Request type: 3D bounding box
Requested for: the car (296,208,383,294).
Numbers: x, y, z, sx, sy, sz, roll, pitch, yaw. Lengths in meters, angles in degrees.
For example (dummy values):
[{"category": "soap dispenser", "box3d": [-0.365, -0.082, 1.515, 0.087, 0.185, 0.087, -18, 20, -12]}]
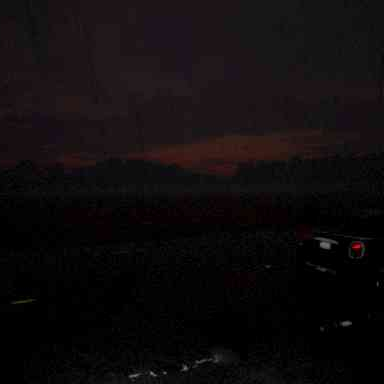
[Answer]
[{"category": "car", "box3d": [5.021, 1.239, 8.744, 4.553, 1.767, 2.097, -1, 3, -26]}]
